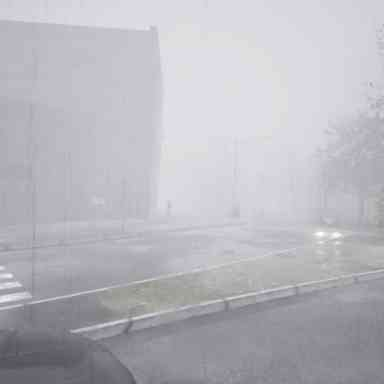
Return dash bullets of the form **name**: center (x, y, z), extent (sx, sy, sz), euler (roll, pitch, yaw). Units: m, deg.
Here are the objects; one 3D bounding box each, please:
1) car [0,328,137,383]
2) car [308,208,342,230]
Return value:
- **car**: center (-2.548, 1.486, 1.488), extent (4.902, 1.511, 2.128), euler (0, 0, -36)
- **car**: center (9.906, 1.937, 24.960), extent (2.128, 1.511, 4.902), euler (3, -2, 14)
